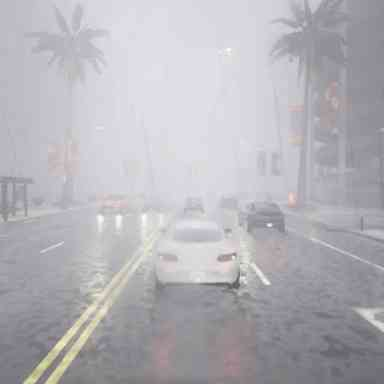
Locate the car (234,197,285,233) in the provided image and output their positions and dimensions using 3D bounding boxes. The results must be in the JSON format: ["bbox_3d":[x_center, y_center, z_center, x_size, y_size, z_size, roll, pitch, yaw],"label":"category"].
[{"bbox_3d":[3.634,1.256,17.961,1.837,1.490,4.892,0,1,0],"label":"car"}]

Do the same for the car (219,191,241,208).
[{"bbox_3d":[4.081,0.969,36.780,1.882,1.535,5.008,0,1,5],"label":"car"}]

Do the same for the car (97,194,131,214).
[{"bbox_3d":[-6.884,0.939,29.726,2.097,1.767,4.553,0,1,2],"label":"car"}]

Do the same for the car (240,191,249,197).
[{"bbox_3d":[9.603,0.565,67.752,4.892,1.490,1.837,-1,1,-39],"label":"car"}]

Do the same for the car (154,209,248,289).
[{"bbox_3d":[0.102,1.404,8.673,1.812,1.442,4.674,0,1,0],"label":"car"}]

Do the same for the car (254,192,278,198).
[{"bbox_3d":[15.055,0.611,67.420,5.357,1.411,2.033,-1,1,-35],"label":"car"}]

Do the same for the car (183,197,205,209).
[{"bbox_3d":[0.178,1.127,30.376,2.033,1.411,5.357,0,1,1],"label":"car"}]

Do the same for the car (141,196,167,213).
[{"bbox_3d":[-3.400,1.101,30.611,1.812,1.442,4.674,0,1,2],"label":"car"}]
